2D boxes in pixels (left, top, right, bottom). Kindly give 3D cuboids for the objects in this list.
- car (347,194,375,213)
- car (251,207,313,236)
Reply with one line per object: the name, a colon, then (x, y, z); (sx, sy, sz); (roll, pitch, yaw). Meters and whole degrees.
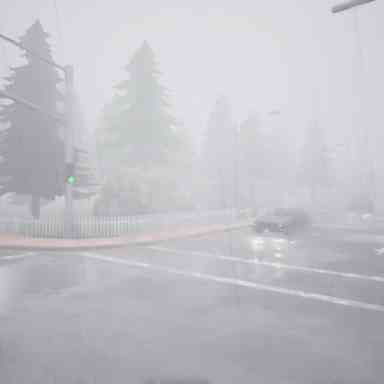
car: (19.663, 1.283, 38.569); (2.150, 2.045, 5.566); (0, 0, 36)
car: (5.334, 1.580, 18.991); (2.033, 1.411, 5.357); (0, 0, 36)
